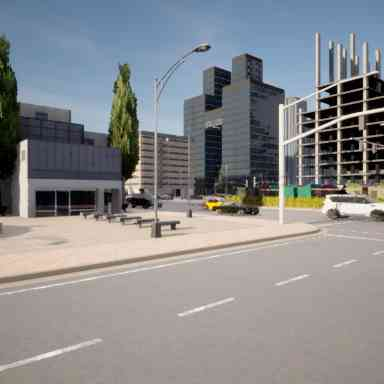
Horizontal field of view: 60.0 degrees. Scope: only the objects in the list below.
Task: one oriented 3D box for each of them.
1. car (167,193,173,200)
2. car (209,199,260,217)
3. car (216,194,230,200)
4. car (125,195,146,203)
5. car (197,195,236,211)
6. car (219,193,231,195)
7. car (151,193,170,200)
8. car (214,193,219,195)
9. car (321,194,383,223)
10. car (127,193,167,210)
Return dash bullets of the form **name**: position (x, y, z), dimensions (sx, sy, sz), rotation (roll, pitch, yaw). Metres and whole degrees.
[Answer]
- **car**: position (-6.441, 1.156, 85.095), dimensions (3.866, 1.878, 1.905), rotation (0, 0, -40)
- **car**: position (4.120, 1.601, 31.456), dimensions (1.895, 1.301, 4.718), rotation (0, 0, -38)
- **car**: position (8.729, 1.395, 94.167), dimensions (3.806, 1.475, 1.970), rotation (0, 0, -40)
- **car**: position (-11.761, 1.491, 68.917), dimensions (2.128, 1.511, 4.902), rotation (0, 0, -38)
- **car**: position (3.221, 1.477, 38.255), dimensions (1.882, 1.535, 5.008), rotation (0, 0, -38)
- **car**: position (7.960, 1.395, 67.782), dimensions (3.806, 1.475, 1.970), rotation (0, 0, -40)
- **car**: position (-8.247, 1.153, 87.357), dimensions (4.605, 1.855, 1.932), rotation (0, 0, -40)
- **car**: position (6.119, 1.156, 70.017), dimensions (3.866, 1.878, 1.905), rotation (0, 0, -40)
- **car**: position (13.159, 1.223, 26.325), dimensions (2.150, 2.045, 5.566), rotation (0, 0, -44)
- **car**: position (-6.093, 1.222, 44.442), dimensions (2.150, 2.045, 5.566), rotation (0, 0, -38)
